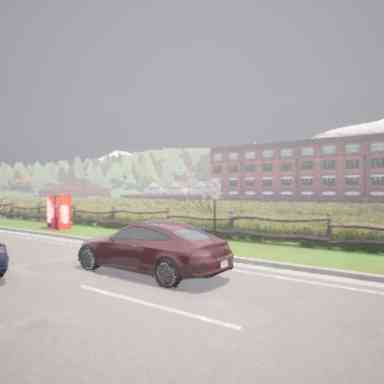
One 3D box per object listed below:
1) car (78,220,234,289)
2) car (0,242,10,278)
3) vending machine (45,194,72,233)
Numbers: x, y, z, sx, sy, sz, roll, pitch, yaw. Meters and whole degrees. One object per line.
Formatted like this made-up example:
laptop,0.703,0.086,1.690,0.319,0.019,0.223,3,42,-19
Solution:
car,-1.119,1.502,9.079,4.674,1.442,1.812,0,0,36
car,-6.510,1.496,8.603,4.674,1.442,1.812,0,0,35
vending machine,-7.342,1.141,18.349,0.880,2.100,1.100,0,0,35
